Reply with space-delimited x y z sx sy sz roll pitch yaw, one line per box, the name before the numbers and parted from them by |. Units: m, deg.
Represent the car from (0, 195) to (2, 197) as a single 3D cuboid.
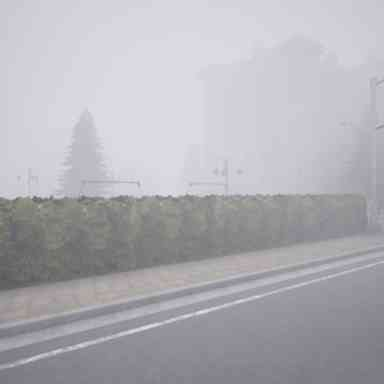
car | -40.232 1.370 67.296 3.633 1.501 1.845 0 0 -37
